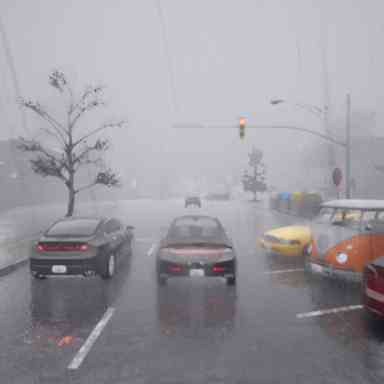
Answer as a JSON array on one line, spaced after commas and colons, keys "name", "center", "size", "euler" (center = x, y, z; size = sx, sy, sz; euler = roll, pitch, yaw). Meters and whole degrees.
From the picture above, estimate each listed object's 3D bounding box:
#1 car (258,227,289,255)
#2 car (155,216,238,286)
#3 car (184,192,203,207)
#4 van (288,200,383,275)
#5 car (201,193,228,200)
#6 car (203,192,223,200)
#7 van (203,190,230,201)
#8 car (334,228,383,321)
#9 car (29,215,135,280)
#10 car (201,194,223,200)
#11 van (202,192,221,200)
[{"name": "car", "center": [4.900, 1.386, 11.379], "size": [5.366, 1.575, 1.946], "euler": [1, 1, -20]}, {"name": "car", "center": [0.102, 1.411, 9.176], "size": [2.128, 1.511, 4.902], "euler": [0, 0, 0]}, {"name": "car", "center": [0.091, 1.004, 41.076], "size": [1.837, 1.490, 4.892], "euler": [-1, 2, 0]}, {"name": "van", "center": [4.966, 1.189, 8.418], "size": [4.442, 1.987, 1.878], "euler": [1, 1, -20]}, {"name": "car", "center": [4.917, 1.014, 72.592], "size": [5.366, 1.575, 1.946], "euler": [1, -1, -20]}, {"name": "car", "center": [5.124, 1.029, 81.602], "size": [4.553, 1.767, 2.185], "euler": [1, -1, -20]}, {"name": "van", "center": [4.981, 0.659, 63.684], "size": [4.442, 1.987, 1.878], "euler": [1, -1, -20]}, {"name": "car", "center": [5.097, 1.471, 5.494], "size": [4.792, 1.488, 2.163], "euler": [1, 0, -20]}, {"name": "car", "center": [-2.898, 1.419, 9.678], "size": [1.837, 1.490, 4.892], "euler": [0, 0, 0]}, {"name": "car", "center": [5.266, 1.244, 87.616], "size": [5.366, 1.575, 1.946], "euler": [1, -1, -20]}, {"name": "van", "center": [4.989, 0.971, 84.529], "size": [4.442, 1.987, 1.878], "euler": [1, -1, -20]}]
